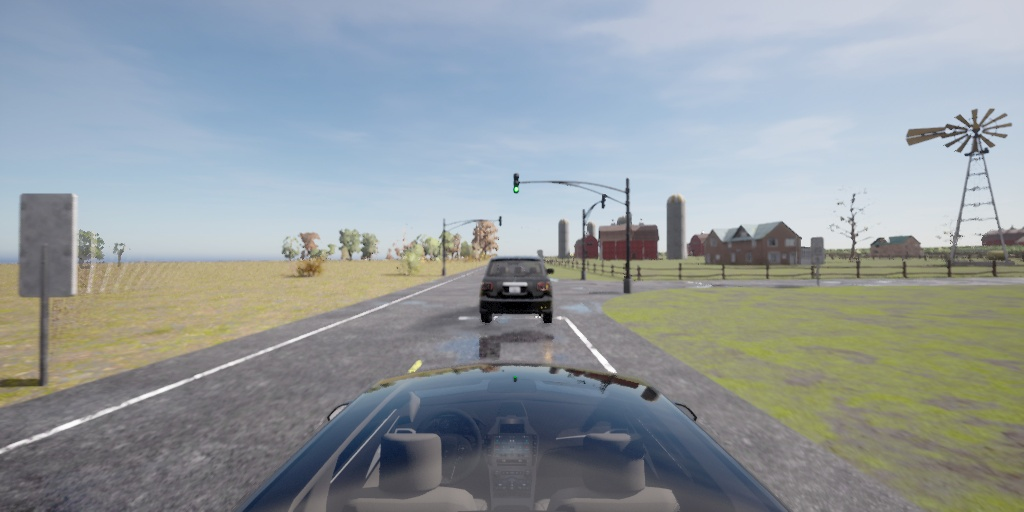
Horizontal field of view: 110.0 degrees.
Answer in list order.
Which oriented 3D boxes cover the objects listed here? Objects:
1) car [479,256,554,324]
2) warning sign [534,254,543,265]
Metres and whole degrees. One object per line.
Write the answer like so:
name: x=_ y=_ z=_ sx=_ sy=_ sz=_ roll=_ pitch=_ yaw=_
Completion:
car: x=0.268 y=1.014 z=12.318 sx=2.150 sy=2.045 sz=5.566 roll=0 pitch=0 yaw=4
warning sign: x=3.569 y=1.039 z=52.995 sx=1.300 sy=1.860 sz=1.060 roll=0 pitch=0 yaw=0
